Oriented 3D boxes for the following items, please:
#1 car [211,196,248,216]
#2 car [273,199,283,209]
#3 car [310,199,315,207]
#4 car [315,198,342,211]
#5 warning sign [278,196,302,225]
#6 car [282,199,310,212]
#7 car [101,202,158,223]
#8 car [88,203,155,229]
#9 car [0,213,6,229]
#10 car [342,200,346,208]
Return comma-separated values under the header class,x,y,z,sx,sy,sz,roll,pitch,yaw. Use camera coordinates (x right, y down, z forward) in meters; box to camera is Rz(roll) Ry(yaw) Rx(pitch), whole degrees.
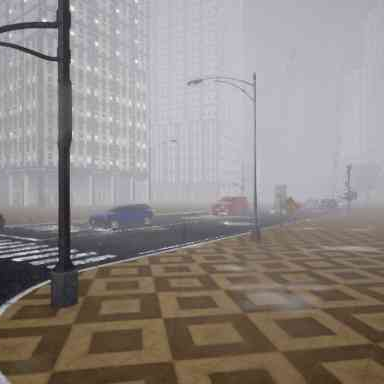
class,x,y,z,sx,sy,sz,roll,pitch,yaw
car,4.182,1.458,35.963,2.150,2.045,5.566,0,-1,34
car,13.693,1.736,50.224,1.882,1.535,5.008,0,0,32
car,19.081,1.831,52.776,1.882,1.535,5.008,0,0,31
car,19.244,1.663,46.754,2.097,1.767,4.553,0,0,32
warning sign,6.783,1.251,22.979,1.300,1.860,1.060,0,0,34
car,13.860,1.898,44.380,1.895,1.301,4.718,0,-1,33
car,-5.148,1.681,28.033,1.837,1.490,4.892,0,-1,34
car,-4.758,1.612,22.839,1.882,1.535,5.008,0,-1,34
car,-12.680,1.595,17.748,1.837,1.490,4.892,0,0,41
car,24.402,1.965,55.237,1.895,1.301,4.718,0,0,30
